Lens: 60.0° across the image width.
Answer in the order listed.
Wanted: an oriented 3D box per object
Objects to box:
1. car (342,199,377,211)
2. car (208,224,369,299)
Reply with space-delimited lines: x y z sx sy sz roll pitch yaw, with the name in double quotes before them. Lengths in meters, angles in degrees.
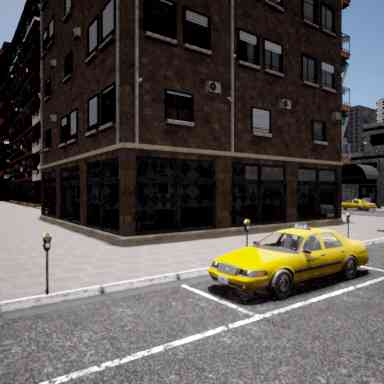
"car" 19.281 1.464 39.658 1.752 1.417 4.829 0 0 -35
"car" 2.614 1.525 8.433 4.829 1.417 1.752 0 0 -36
